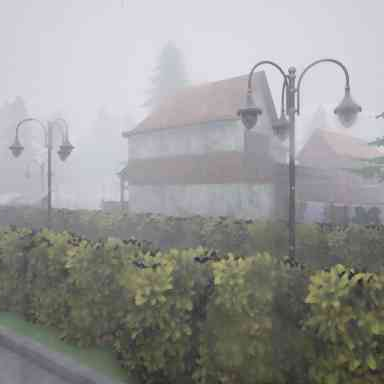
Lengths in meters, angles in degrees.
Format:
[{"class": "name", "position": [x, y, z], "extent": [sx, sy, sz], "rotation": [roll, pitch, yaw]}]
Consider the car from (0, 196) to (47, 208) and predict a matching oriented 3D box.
[{"class": "car", "position": [-16.077, 1.384, 30.864], "extent": [2.150, 2.045, 5.566], "rotation": [0, 0, 36]}]

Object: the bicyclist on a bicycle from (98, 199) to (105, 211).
[{"class": "bicyclist on a bicycle", "position": [-7.842, 1.463, 29.529], "extent": [1.656, 1.620, 0.582], "rotation": [0, 0, 36]}]
